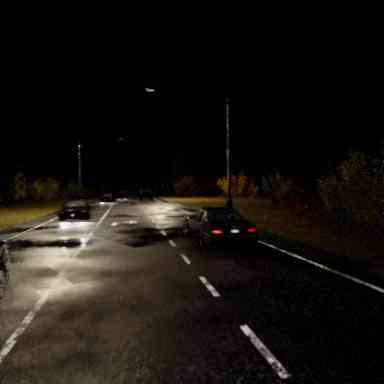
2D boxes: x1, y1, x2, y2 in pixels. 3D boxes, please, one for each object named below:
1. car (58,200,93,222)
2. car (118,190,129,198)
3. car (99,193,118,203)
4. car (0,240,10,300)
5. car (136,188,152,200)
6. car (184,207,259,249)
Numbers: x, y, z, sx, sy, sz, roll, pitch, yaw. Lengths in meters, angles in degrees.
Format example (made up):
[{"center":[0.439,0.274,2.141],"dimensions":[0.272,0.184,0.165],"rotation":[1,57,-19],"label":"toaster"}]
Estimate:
[{"center":[-8.263,1.306,23.943],"dimensions":[1.994,1.385,4.181],"rotation":[-1,1,-11],"label":"car"},{"center":[-14.718,0.622,70.556],"dimensions":[2.033,1.411,5.357],"rotation":[-1,1,-5],"label":"car"},{"center":[-13.278,0.926,52.242],"dimensions":[1.994,1.385,4.181],"rotation":[-1,1,-6],"label":"car"},{"center":[-4.493,1.453,5.113],"dimensions":[1.882,1.535,5.008],"rotation":[-1,1,-11],"label":"car"},{"center":[-8.469,0.398,60.584],"dimensions":[2.150,2.045,5.566],"rotation":[-1,1,-11],"label":"car"},{"center":[0.949,1.336,13.566],"dimensions":[2.033,1.411,5.357],"rotation":[-1,1,-11],"label":"car"}]
